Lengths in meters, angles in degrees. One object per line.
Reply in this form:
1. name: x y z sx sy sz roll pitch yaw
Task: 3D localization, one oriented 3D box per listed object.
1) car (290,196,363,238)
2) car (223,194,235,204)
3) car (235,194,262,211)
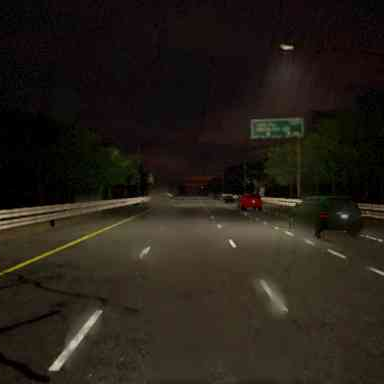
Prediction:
1. car: 7.020 1.222 17.973 2.150 2.045 5.566 0 0 0
2. car: 7.163 1.476 65.404 1.837 1.490 4.892 0 0 0
3. car: 7.087 1.205 40.807 2.150 2.045 5.566 0 0 0
